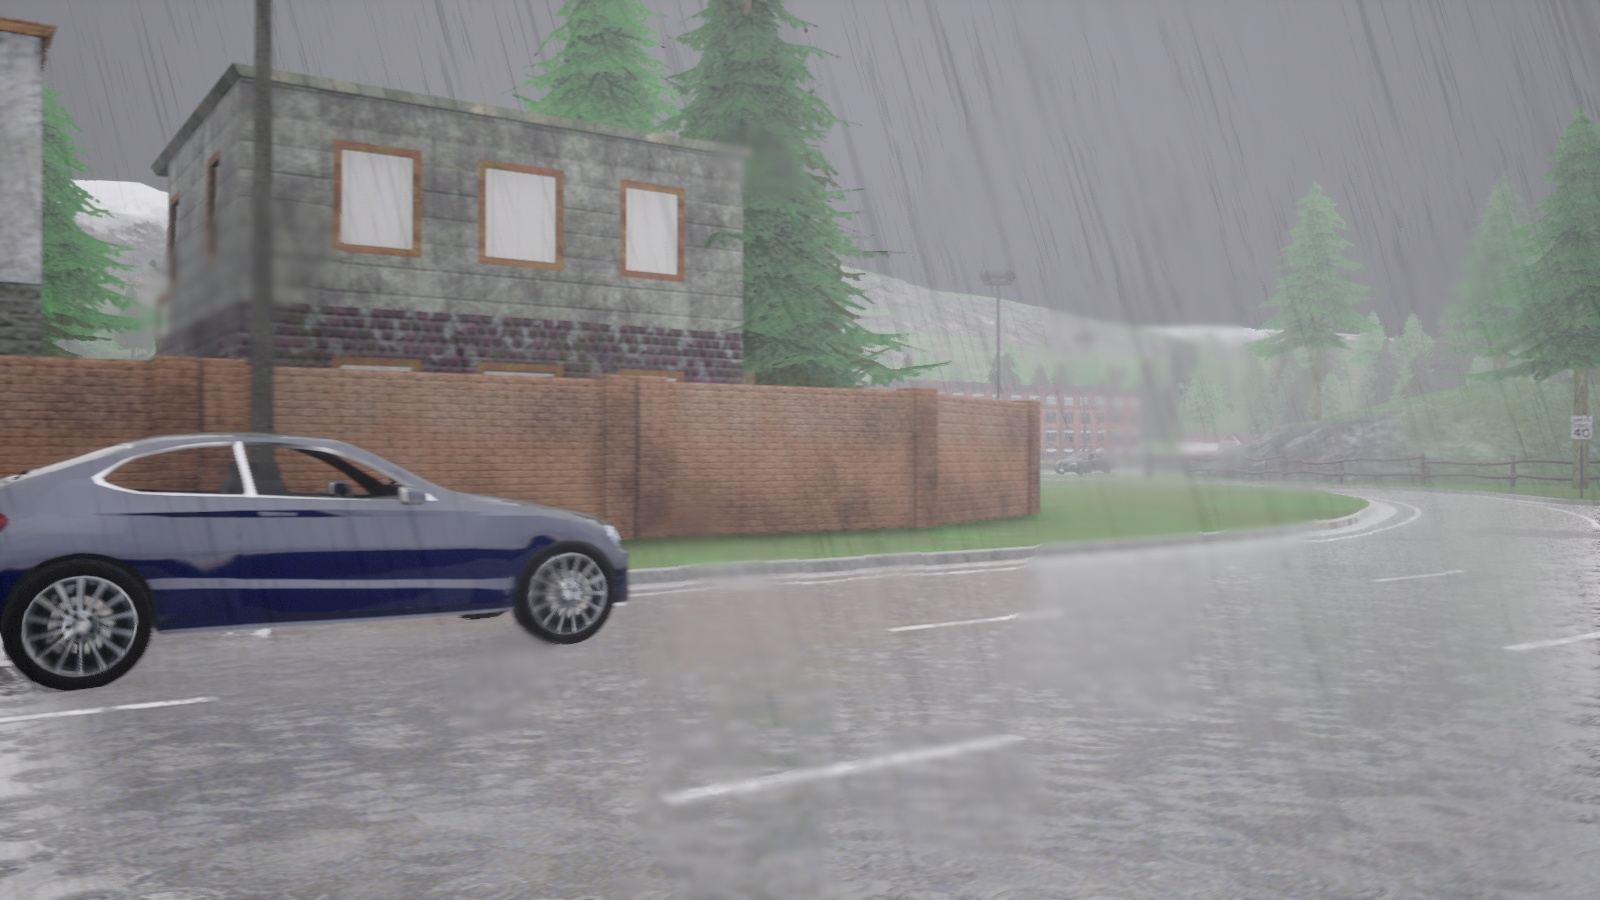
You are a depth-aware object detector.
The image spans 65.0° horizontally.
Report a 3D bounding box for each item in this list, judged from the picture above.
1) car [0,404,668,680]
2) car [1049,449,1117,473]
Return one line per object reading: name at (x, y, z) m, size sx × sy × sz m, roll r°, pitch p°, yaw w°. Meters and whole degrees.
car at (-3.748, 0.555, 9.580) m, size 5.027 × 1.651 × 2.152 m, roll 0°, pitch 0°, yaw -35°
car at (20.215, 0.765, 89.714) m, size 4.611 × 1.667 × 2.242 m, roll 0°, pitch 0°, yaw -35°
